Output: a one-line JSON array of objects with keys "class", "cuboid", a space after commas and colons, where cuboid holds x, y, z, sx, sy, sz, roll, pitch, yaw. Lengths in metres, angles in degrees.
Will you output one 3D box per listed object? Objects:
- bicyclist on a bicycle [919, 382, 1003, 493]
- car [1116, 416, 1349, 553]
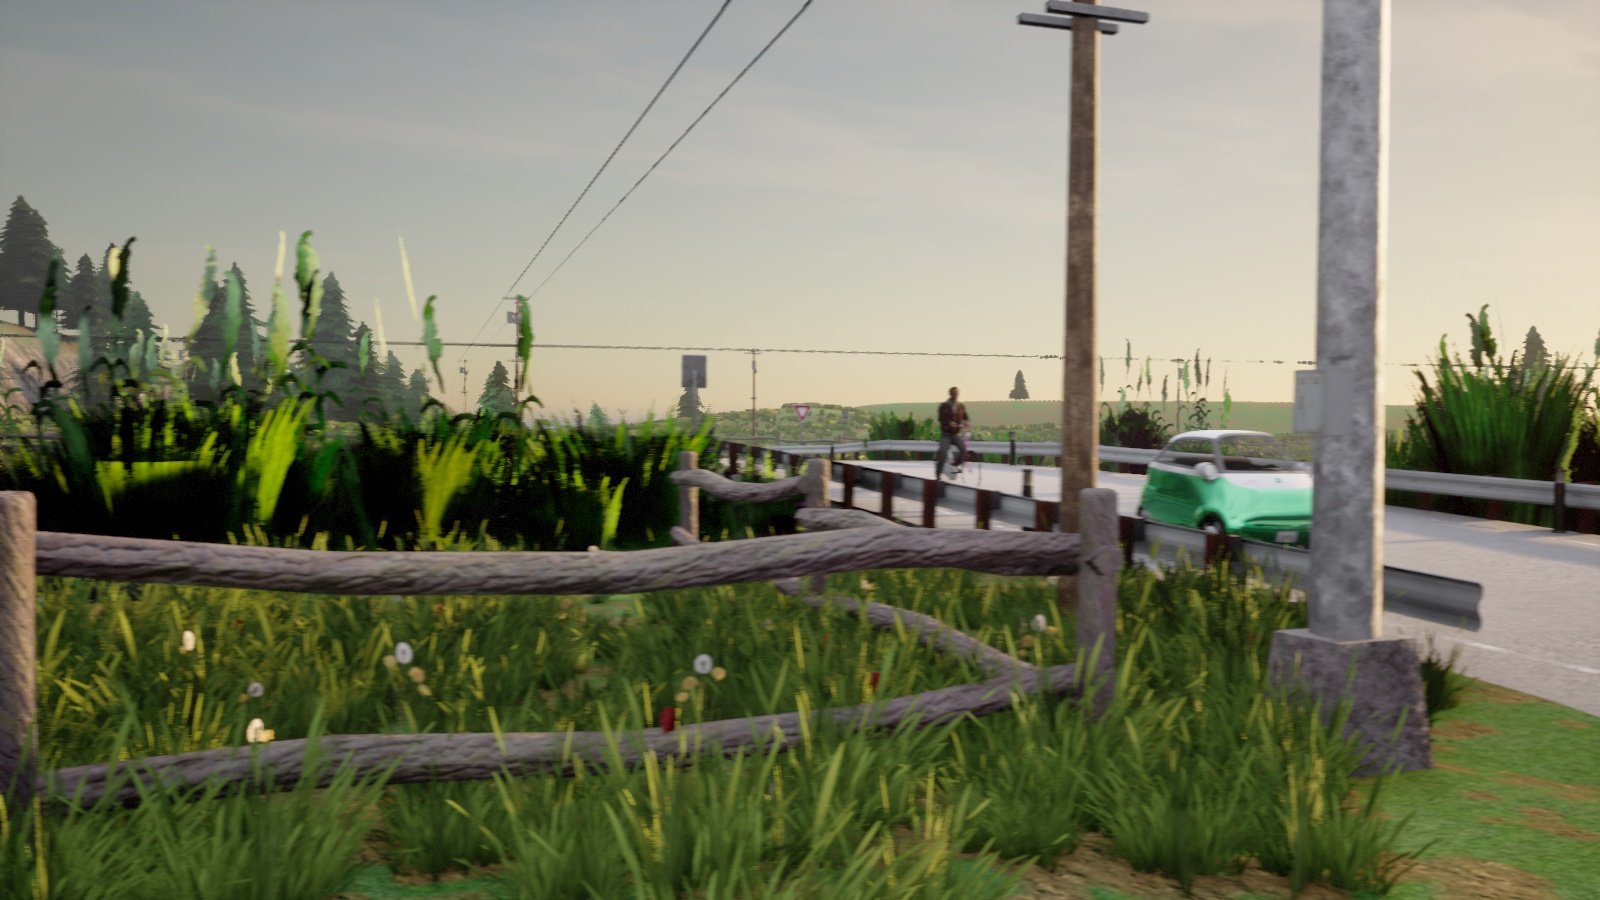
[{"class": "bicyclist on a bicycle", "cuboid": [2.693, -0.242, 21.207, 0.659, 1.776, 1.843, -1, 3, -18]}, {"class": "car", "cuboid": [4.954, 0.331, 14.616, 1.481, 1.376, 2.207, -1, 4, -19]}]
